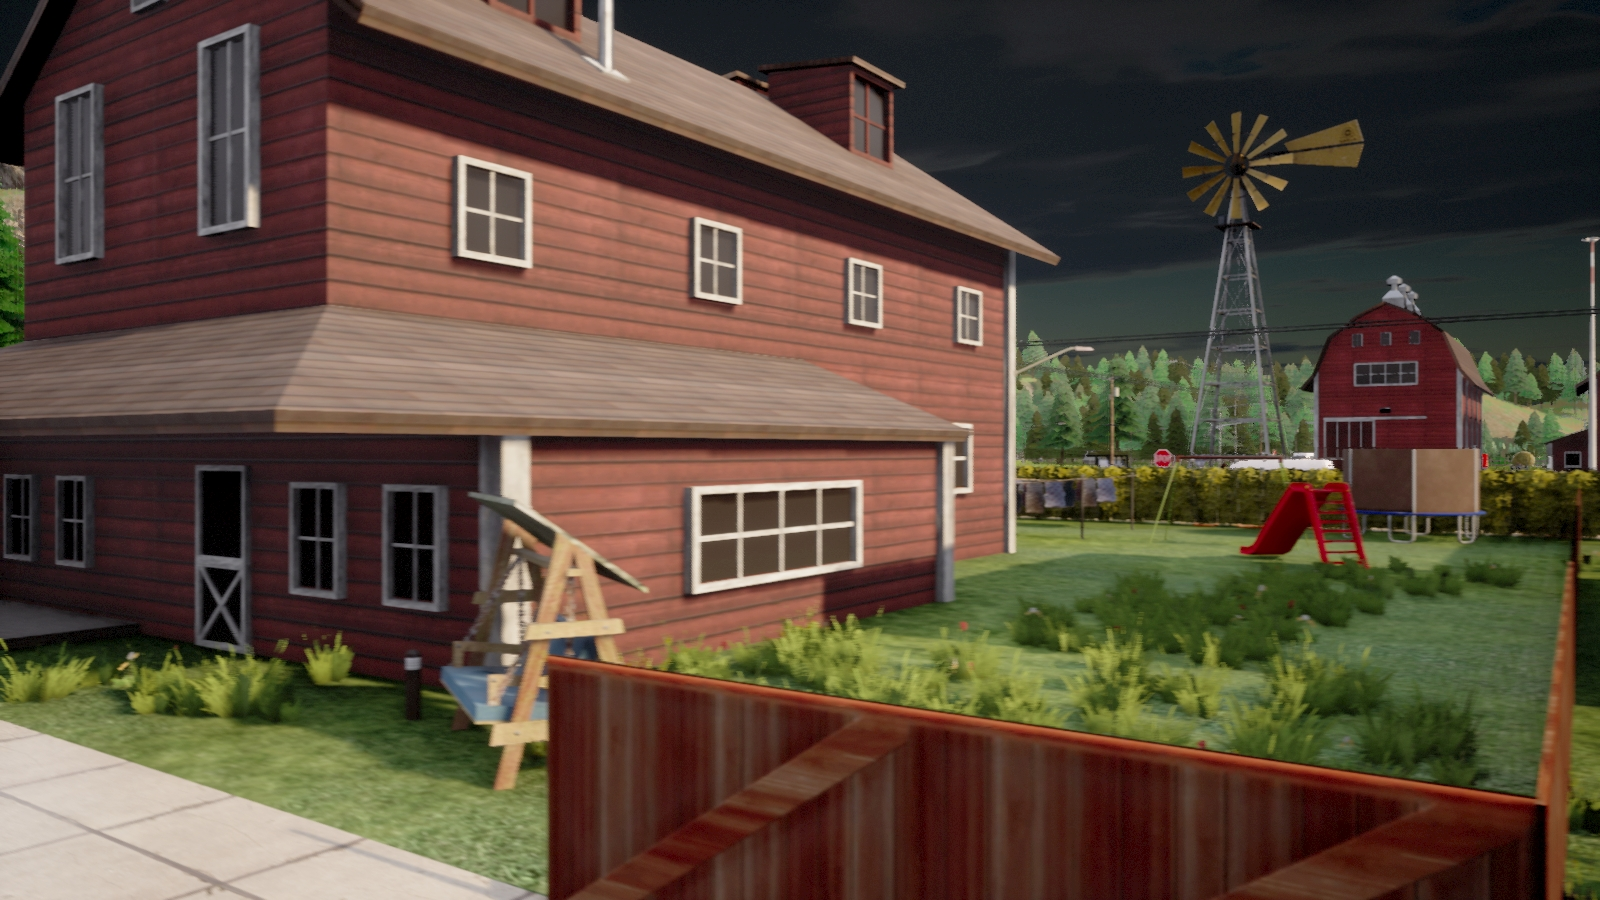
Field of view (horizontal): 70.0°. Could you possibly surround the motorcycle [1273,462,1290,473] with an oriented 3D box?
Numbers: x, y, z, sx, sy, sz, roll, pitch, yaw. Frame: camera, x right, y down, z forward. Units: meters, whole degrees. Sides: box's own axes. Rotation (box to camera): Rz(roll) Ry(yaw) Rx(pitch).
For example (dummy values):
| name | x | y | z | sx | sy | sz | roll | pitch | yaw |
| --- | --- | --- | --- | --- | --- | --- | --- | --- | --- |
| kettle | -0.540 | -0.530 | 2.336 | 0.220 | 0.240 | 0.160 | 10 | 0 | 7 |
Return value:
| name | x | y | z | sx | sy | sz | roll | pitch | yaw |
| --- | --- | --- | --- | --- | --- | --- | --- | --- | --- |
| motorcycle | 59.116 | 2.142 | 140.201 | 0.856 | 1.316 | 1.805 | 3 | -1 | -21 |
